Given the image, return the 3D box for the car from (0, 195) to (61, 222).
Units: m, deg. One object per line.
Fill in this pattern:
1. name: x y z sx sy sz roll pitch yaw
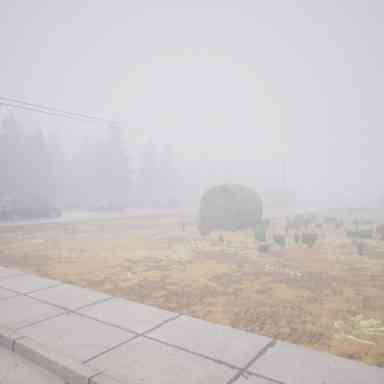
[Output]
1. car: -12.988 1.379 26.790 2.097 1.767 4.553 0 0 36

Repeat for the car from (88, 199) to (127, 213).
1. car: -9.526 1.552 37.740 1.812 1.442 4.674 0 0 37

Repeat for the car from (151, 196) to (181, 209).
1. car: -3.559 1.379 45.816 2.097 1.767 4.553 0 0 37
